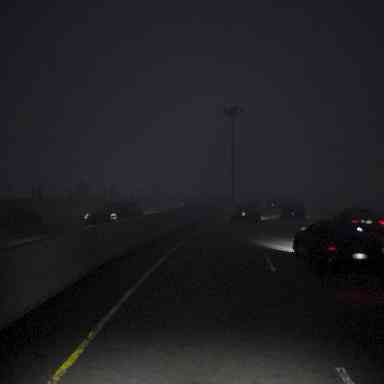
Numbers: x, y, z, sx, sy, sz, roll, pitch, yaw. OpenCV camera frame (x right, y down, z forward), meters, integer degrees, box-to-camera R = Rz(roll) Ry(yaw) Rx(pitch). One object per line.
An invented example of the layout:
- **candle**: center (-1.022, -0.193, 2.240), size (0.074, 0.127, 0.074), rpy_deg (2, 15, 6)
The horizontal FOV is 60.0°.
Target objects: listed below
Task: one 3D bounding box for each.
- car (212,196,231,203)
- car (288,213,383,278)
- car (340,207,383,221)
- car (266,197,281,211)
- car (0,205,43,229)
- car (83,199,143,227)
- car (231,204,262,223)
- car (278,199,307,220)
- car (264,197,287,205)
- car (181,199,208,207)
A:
- **car**: center (5.445, 1.556, 60.568), size (1.837, 1.490, 4.892), rpy_deg (0, 0, 35)
- **car**: center (4.455, 1.583, 10.334), size (1.994, 1.385, 4.181), rpy_deg (0, 0, 7)
- **car**: center (9.594, 1.587, 19.327), size (2.033, 1.411, 5.357), rpy_deg (0, 0, 14)
- **car**: center (10.618, 1.557, 41.703), size (2.163, 1.488, 4.792), rpy_deg (0, 0, 26)
- **car**: center (-11.575, 1.540, 21.255), size (1.994, 1.385, 4.181), rpy_deg (0, 0, 13)
- **car**: center (-4.645, 1.349, 20.222), size (2.097, 1.767, 4.553), rpy_deg (0, 0, 13)
- **car**: center (4.347, 1.591, 26.221), size (1.994, 1.385, 4.181), rpy_deg (0, 0, 17)
- **car**: center (8.516, 1.518, 27.878), size (1.882, 1.535, 5.008), rpy_deg (0, 0, 18)
- **car**: center (15.758, 1.630, 62.694), size (2.033, 1.411, 5.357), rpy_deg (0, 0, 39)
- **car**: center (0.414, 1.626, 45.227), size (1.895, 1.301, 4.718), rpy_deg (0, 0, 27)
